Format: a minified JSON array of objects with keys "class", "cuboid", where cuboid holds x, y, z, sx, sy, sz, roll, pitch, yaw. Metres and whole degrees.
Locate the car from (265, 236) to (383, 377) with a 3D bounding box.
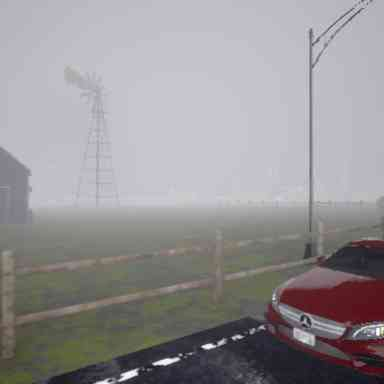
[{"class":"car","cuboid":[3.242,1.517,5.459,4.674,1.442,1.812,0,0,-36]}]
